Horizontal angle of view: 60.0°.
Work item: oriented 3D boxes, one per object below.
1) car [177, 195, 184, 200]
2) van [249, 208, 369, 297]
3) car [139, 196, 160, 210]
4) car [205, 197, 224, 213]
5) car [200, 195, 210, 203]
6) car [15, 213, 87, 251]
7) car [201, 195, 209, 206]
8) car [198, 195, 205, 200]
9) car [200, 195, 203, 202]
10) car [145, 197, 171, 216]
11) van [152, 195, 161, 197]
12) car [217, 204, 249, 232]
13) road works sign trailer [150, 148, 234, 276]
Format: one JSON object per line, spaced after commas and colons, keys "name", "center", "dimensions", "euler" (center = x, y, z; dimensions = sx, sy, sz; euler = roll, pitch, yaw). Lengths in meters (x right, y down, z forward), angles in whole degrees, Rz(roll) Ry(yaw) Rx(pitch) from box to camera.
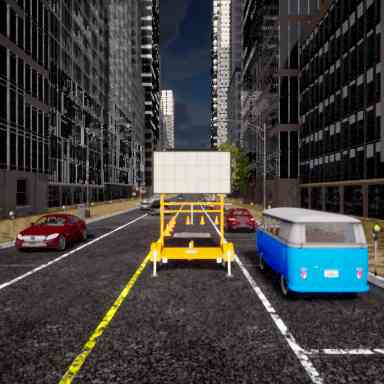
{"name": "car", "center": [-2.988, 1.452, 89.658], "dimensions": [1.812, 1.442, 4.674], "euler": [0, 0, 0]}
{"name": "van", "center": [2.691, 1.341, 8.269], "dimensions": [1.690, 1.788, 3.998], "euler": [0, 0, 0]}
{"name": "car", "center": [-5.684, 1.548, 42.428], "dimensions": [2.008, 1.369, 4.403], "euler": [0, 0, 0]}
{"name": "car", "center": [2.695, 1.581, 36.731], "dimensions": [1.802, 1.307, 4.206], "euler": [0, 0, 0]}
{"name": "car", "center": [2.701, 1.401, 70.885], "dimensions": [1.967, 1.590, 4.097], "euler": [0, 0, 0]}
{"name": "car", "center": [-5.689, 1.581, 13.965], "dimensions": [1.802, 1.307, 4.206], "euler": [0, 0, 0]}
{"name": "car", "center": [2.697, 1.544, 48.116], "dimensions": [2.008, 1.369, 4.403], "euler": [0, 0, 0]}
{"name": "car", "center": [2.705, 1.462, 93.655], "dimensions": [1.887, 1.381, 4.507], "euler": [0, 0, 0]}
{"name": "car", "center": [2.698, 1.538, 53.808], "dimensions": [2.008, 1.369, 4.403], "euler": [0, 0, 0]}
{"name": "car", "center": [-3.096, 1.504, 32.472], "dimensions": [1.837, 1.490, 4.892], "euler": [0, 0, 0]}
{"name": "van", "center": [-5.682, 1.328, 53.813], "dimensions": [1.690, 1.788, 3.998], "euler": [0, 0, 0]}
{"name": "car", "center": [2.693, 1.581, 19.653], "dimensions": [1.802, 1.307, 4.206], "euler": [0, 0, 0]}
{"name": "road works sign trailer", "center": [0.001, 0.464, 10.288], "dimensions": [2.380, 3.560, 2.880], "euler": [0, 0, 0]}
